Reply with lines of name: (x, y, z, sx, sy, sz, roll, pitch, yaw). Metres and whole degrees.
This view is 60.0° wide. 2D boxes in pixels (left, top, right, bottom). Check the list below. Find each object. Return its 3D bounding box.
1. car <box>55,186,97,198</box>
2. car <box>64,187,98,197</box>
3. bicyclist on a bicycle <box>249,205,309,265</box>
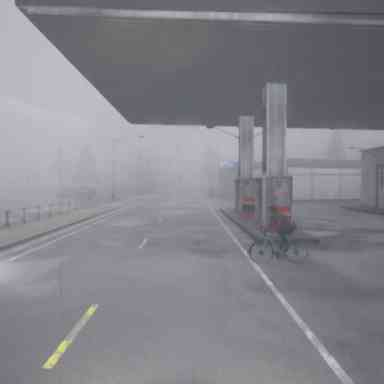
car: (-16.707, 0.029, 47.325, 5.027, 1.636, 2.152, 0, 2, -1)
car: (-16.797, -0.050, 50.460, 4.514, 1.523, 2.007, 0, 2, -1)
bicyclist on a bicycle: (2.375, 1.188, 9.072, 1.656, 1.620, 0.582, 0, 2, 0)
